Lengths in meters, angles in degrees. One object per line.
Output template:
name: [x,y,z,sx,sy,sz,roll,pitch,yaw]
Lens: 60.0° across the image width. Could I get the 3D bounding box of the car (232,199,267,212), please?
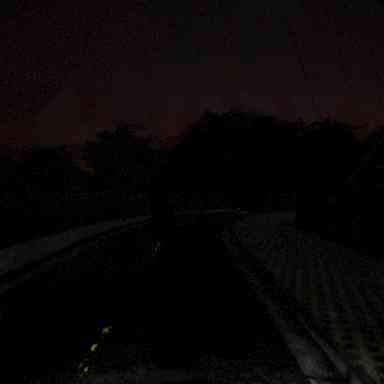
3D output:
car: [7.003,1.588,39.854,2.033,1.411,5.357,0,-1,41]
